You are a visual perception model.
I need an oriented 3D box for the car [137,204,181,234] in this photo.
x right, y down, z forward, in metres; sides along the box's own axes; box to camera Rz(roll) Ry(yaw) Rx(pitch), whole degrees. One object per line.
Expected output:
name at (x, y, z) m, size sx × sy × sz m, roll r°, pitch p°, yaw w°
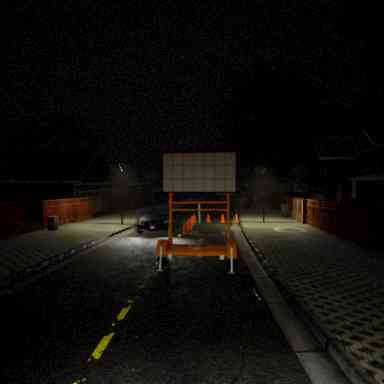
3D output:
car at (-1.725, 1.444, 18.606) m, size 1.812 × 1.442 × 4.674 m, roll 0°, pitch 0°, yaw 5°

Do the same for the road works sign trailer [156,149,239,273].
road works sign trailer at (0.242, 0.438, 10.632) m, size 2.380 × 3.560 × 2.880 m, roll 0°, pitch 0°, yaw 6°
